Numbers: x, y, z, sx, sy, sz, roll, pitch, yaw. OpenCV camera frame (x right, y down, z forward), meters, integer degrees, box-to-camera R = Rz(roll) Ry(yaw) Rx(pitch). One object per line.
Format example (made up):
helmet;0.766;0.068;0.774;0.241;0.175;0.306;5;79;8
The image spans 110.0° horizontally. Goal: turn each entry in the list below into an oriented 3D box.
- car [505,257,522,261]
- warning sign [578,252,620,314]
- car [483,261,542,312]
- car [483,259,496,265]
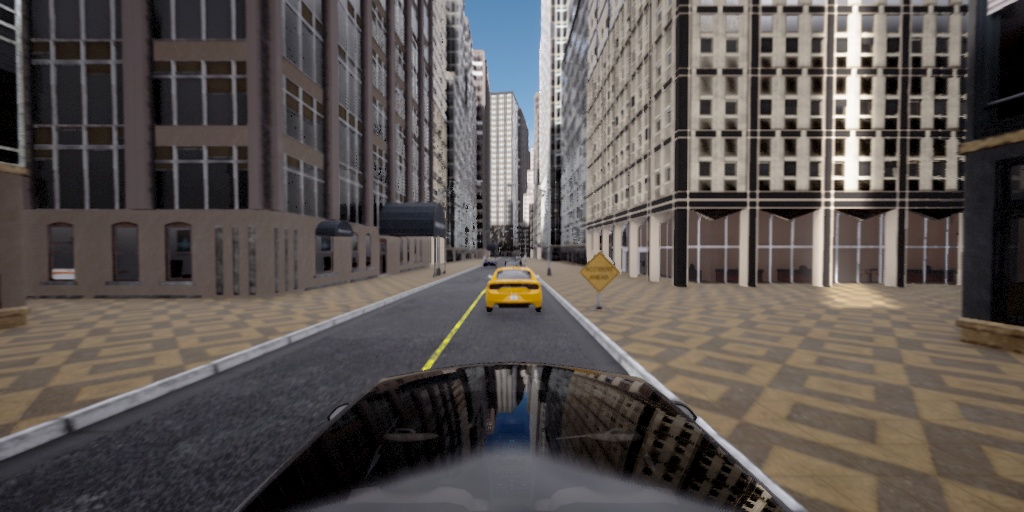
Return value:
car;0.075;1.064;28.986;1.837;1.490;4.892;0;1;0
warning sign;2.717;0.795;11.277;1.300;1.860;1.060;0;0;0
car;0.072;1.140;13.740;1.882;1.535;5.008;0;0;0
car;-3.077;1.019;50.599;1.895;1.301;4.718;0;0;0
